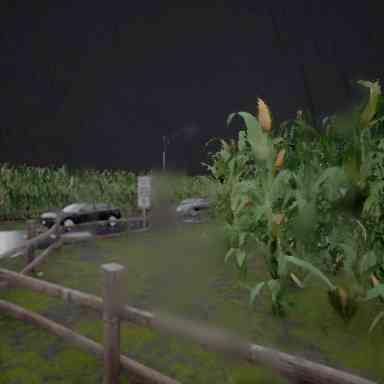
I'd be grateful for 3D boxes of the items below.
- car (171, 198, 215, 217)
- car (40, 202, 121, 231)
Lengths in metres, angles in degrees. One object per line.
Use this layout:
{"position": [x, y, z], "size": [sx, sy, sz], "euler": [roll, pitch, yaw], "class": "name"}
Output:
{"position": [0.159, 1.305, 29.366], "size": [2.128, 1.511, 4.902], "euler": [0, 1, 35], "class": "car"}
{"position": [-6.540, 1.367, 19.975], "size": [1.882, 1.535, 5.008], "euler": [0, 1, 35], "class": "car"}
